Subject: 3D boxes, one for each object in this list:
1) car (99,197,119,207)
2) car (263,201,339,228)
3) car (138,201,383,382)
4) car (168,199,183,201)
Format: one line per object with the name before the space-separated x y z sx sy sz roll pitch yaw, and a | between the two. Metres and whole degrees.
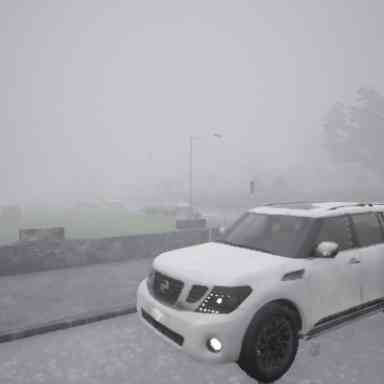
car | -13.168 1.477 52.750 1.882 1.535 5.008 0 0 -35
car | 7.541 1.478 23.603 1.882 1.535 5.008 0 0 -35
car | 1.881 1.221 5.763 5.566 2.045 2.150 0 0 -33
car | -1.618 1.526 36.460 1.812 1.442 4.674 0 0 -36
